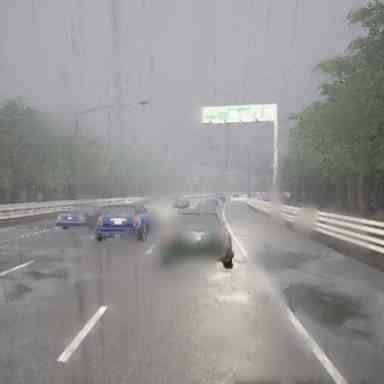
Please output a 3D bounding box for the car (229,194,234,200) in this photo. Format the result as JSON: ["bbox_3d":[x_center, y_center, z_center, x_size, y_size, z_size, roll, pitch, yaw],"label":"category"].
[{"bbox_3d":[9.318,1.474,88.423,1.895,1.301,4.718,0,0,12],"label":"car"}]

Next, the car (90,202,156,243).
[{"bbox_3d":[-3.051,1.330,16.263,2.097,1.767,4.553,0,0,2],"label":"car"}]

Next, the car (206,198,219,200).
[{"bbox_3d":[1.312,1.534,32.196,1.994,1.385,4.181,0,0,4],"label":"car"}]

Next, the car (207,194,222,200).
[{"bbox_3d":[3.025,1.426,49.699,1.882,1.535,5.008,0,0,7],"label":"car"}]

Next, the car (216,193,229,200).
[{"bbox_3d":[6.054,1.141,71.089,2.150,2.045,5.566,0,0,9],"label":"car"}]

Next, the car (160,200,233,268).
[{"bbox_3d":[0.187,1.343,11.460,2.097,1.767,4.553,0,0,2],"label":"car"}]

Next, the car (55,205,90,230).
[{"bbox_3d":[-6.476,1.501,20.578,2.033,1.411,5.357,0,0,3],"label":"car"}]
